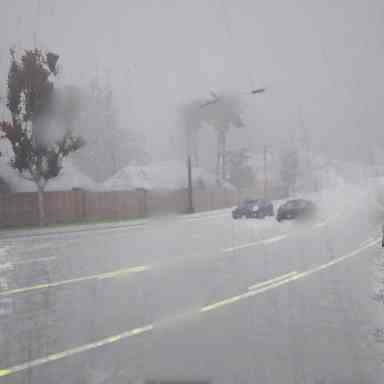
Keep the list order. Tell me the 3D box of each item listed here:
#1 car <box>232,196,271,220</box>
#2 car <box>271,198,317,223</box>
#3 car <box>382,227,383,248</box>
[{"bbox_3d":[4.773,1.163,25.564,2.097,1.767,4.553,-1,0,30],"label":"car"},{"bbox_3d":[7.352,1.232,23.054,1.882,1.535,5.008,-1,0,31],"label":"car"},{"bbox_3d":[8.442,1.262,12.291,1.837,1.490,4.892,0,1,41],"label":"car"}]
